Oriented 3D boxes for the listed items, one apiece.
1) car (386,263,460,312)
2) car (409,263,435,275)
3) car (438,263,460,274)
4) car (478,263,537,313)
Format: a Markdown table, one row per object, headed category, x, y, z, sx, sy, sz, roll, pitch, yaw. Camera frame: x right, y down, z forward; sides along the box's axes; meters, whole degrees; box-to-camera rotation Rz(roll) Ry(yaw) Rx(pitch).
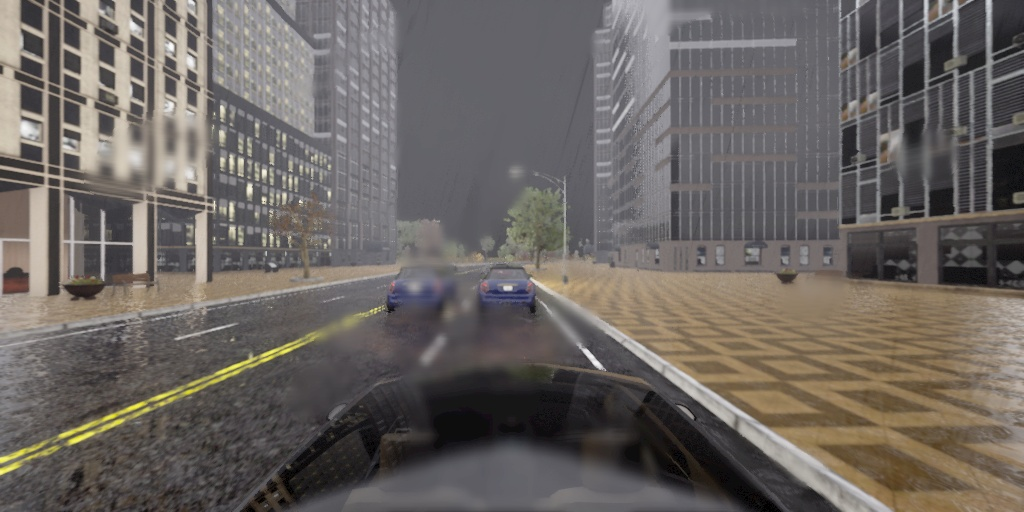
| category | x | y | z | sx | sy | sz | roll | pitch | yaw |
| --- | --- | --- | --- | --- | --- | --- | --- | --- | --- |
| car | -3.458 | 1.154 | 14.597 | 2.097 | 1.767 | 4.553 | 0 | 0 | -2 |
| car | -11.006 | 1.529 | 44.216 | 1.895 | 1.301 | 4.718 | 0 | 0 | 1 |
| car | -7.755 | 1.527 | 44.412 | 1.895 | 1.301 | 4.718 | 0 | 0 | 1 |
| car | -0.210 | 1.149 | 14.530 | 2.097 | 1.767 | 4.553 | 0 | 0 | -2 |
